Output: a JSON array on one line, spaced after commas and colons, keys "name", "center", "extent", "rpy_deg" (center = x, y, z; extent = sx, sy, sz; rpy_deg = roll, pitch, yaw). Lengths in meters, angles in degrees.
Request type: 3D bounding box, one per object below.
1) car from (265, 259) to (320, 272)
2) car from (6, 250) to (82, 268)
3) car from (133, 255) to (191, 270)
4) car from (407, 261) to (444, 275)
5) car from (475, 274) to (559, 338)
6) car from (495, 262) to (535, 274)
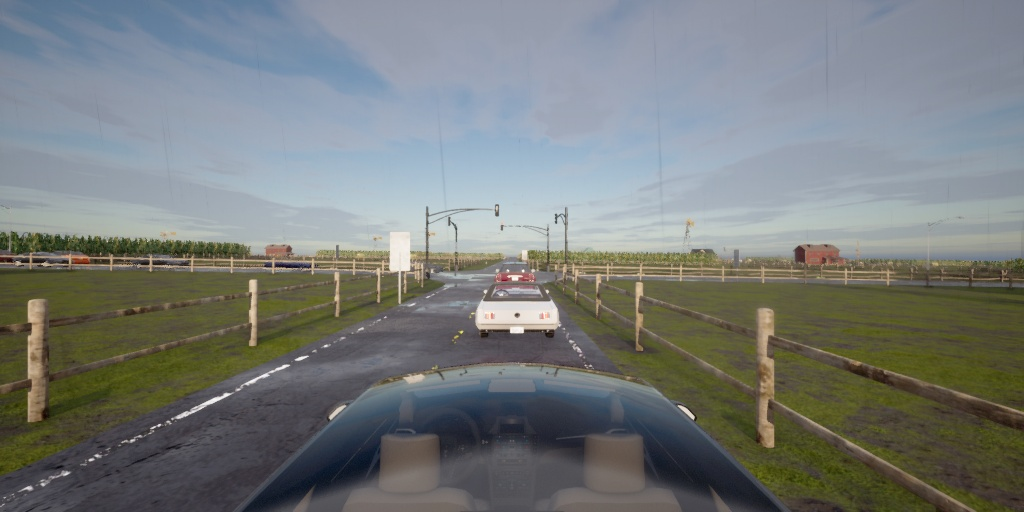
[{"name": "car", "center": [-22.387, 0.954, 36.757], "extent": [4.718, 1.301, 1.895], "rpy_deg": [1, 0, 0]}, {"name": "car", "center": [-48.054, 0.398, 36.874], "extent": [4.892, 1.490, 1.837], "rpy_deg": [1, 0, 1]}, {"name": "car", "center": [-35.898, 0.616, 36.804], "extent": [4.892, 1.490, 1.837], "rpy_deg": [0, 0, 0]}, {"name": "car", "center": [-9.119, 1.163, 36.722], "extent": [4.181, 1.385, 1.994], "rpy_deg": [1, 0, 0]}, {"name": "car", "center": [0.123, 1.351, 10.158], "extent": [1.895, 1.301, 4.718], "rpy_deg": [0, 0, 0]}, {"name": "car", "center": [0.178, 1.103, 19.146], "extent": [2.097, 1.767, 4.553], "rpy_deg": [0, 0, 1]}]
